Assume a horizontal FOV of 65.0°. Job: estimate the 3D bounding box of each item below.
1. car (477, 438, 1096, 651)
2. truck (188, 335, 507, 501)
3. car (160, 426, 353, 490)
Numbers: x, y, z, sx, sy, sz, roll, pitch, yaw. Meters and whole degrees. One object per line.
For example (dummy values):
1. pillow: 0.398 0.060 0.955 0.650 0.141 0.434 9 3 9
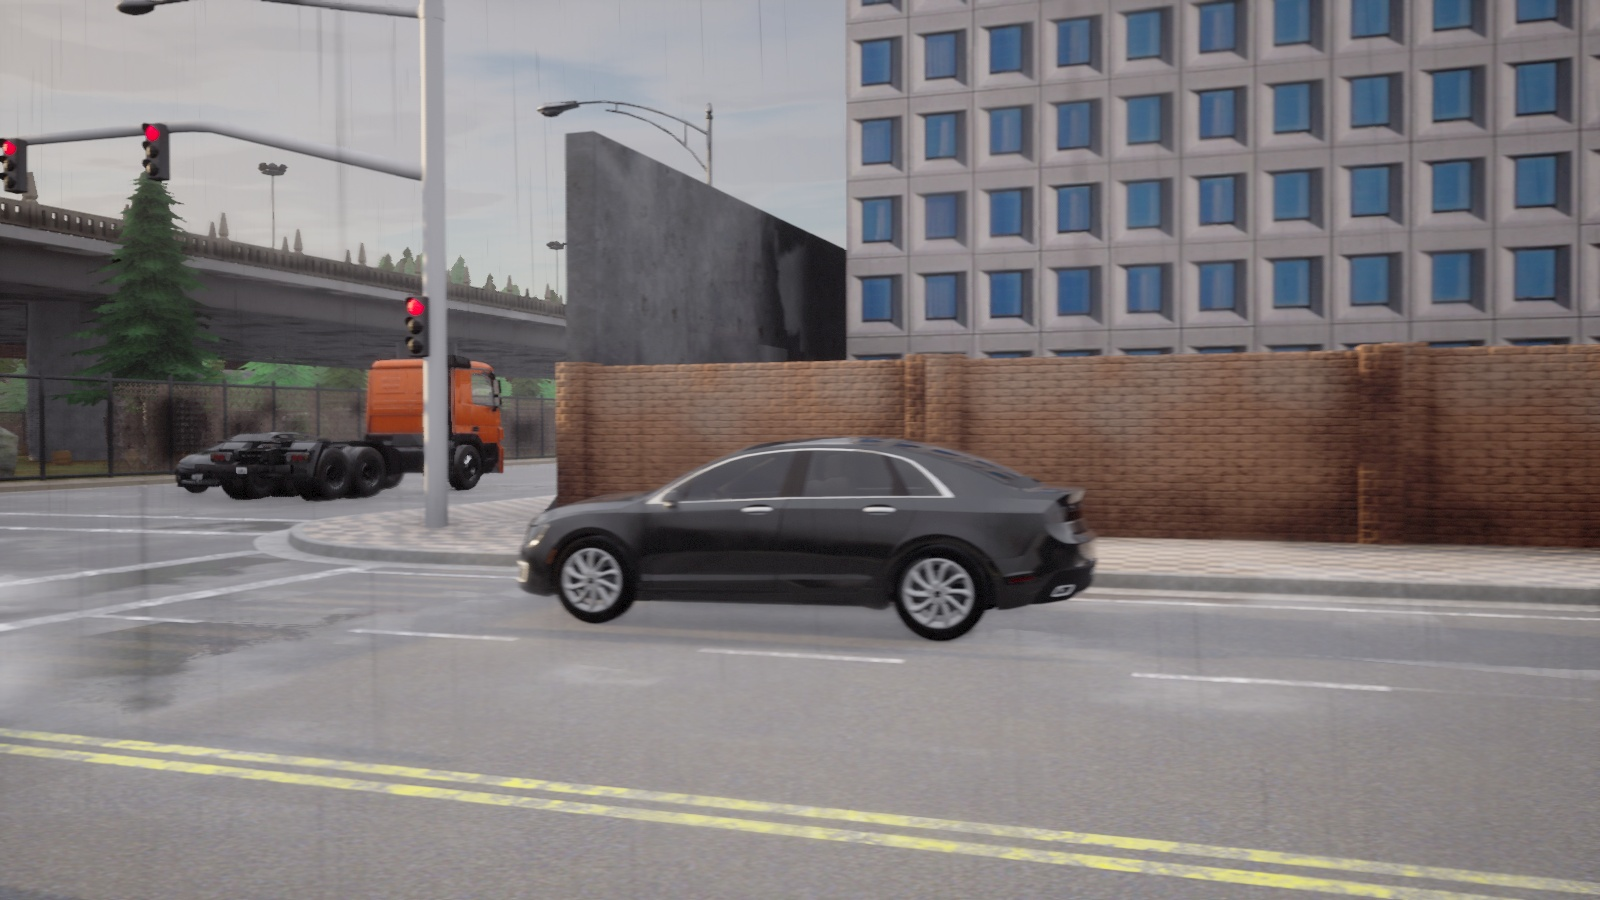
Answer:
1. car: -0.093 0.661 10.610 4.892 1.490 1.837 1 1 18
2. truck: -10.566 -0.739 30.479 2.891 3.462 7.936 1 1 20
3. car: -13.759 0.152 32.121 2.007 1.525 4.514 1 1 19
